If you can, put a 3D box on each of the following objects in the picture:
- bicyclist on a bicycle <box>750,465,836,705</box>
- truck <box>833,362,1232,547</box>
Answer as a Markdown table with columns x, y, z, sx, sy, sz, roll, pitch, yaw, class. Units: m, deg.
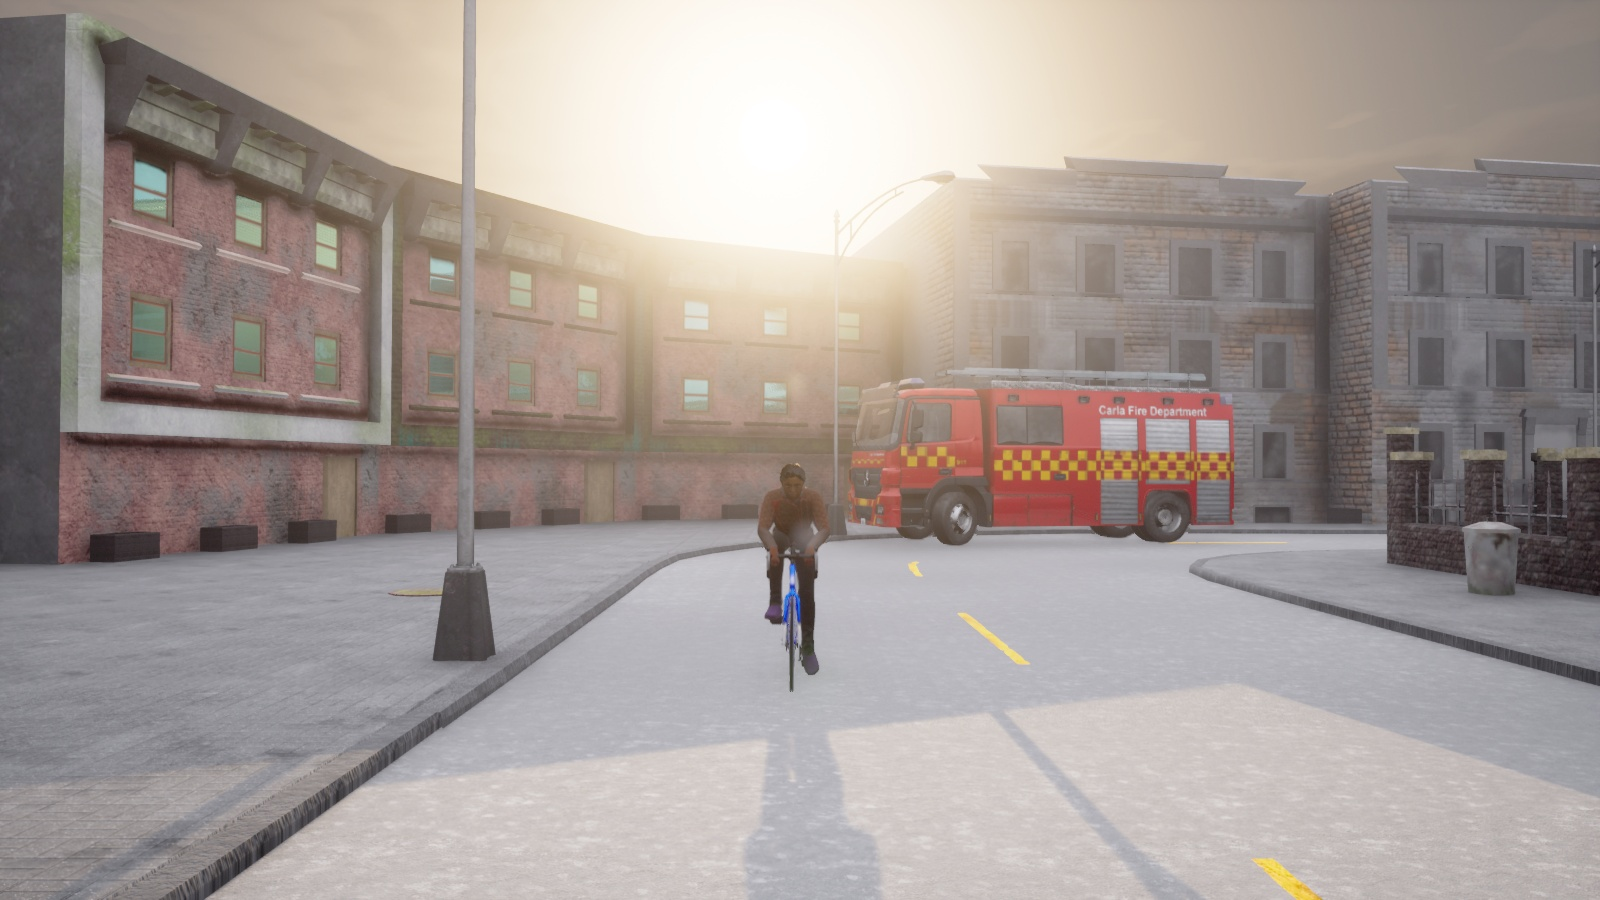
| x | y | z | sx | sy | sz | roll | pitch | yaw | class |
| --- | --- | --- | --- | --- | --- | --- | --- | --- | --- |
| -0.050 | 0.924 | 9.342 | 0.582 | 1.620 | 1.656 | 0 | -1 | 0 | bicyclist on a bicycle |
| 5.225 | 0.102 | 28.499 | 8.468 | 3.827 | 2.891 | 0 | -1 | -15 | truck |
